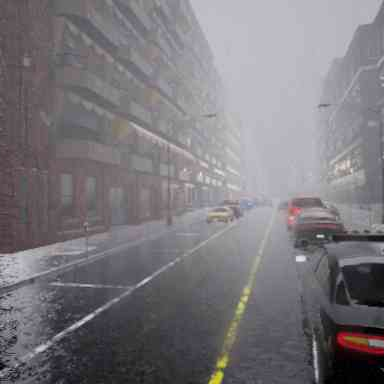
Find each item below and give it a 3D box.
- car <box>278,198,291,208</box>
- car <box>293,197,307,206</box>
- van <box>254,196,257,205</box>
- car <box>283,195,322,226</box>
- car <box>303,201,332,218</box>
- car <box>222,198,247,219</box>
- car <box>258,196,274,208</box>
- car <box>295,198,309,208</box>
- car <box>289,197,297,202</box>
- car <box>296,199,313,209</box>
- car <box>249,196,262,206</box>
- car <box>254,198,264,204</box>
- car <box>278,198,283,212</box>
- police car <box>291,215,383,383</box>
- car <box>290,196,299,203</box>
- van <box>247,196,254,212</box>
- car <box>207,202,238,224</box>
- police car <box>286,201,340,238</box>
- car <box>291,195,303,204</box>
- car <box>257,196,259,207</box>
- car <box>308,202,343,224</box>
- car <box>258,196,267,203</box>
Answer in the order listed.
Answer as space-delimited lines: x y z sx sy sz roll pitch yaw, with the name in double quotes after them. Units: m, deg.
15.043 1.751 54.136 1.812 1.442 4.674 -2 -1 15 "car"
18.554 1.608 57.253 1.967 1.590 4.097 -1 0 15 "car"
8.101 1.692 48.654 1.690 1.788 3.998 0 0 15 "van"
6.896 1.258 20.410 2.150 2.045 5.566 -2 -1 15 "car"
11.424 1.575 30.534 2.008 1.369 4.403 0 0 15 "car"
3.829 1.584 32.623 2.192 1.841 5.009 0 0 15 "car"
12.312 1.835 54.569 1.812 1.442 4.674 -2 -1 15 "car"
17.122 1.681 51.909 1.887 1.381 4.507 0 0 15 "car"
27.064 1.977 89.329 1.802 1.307 4.206 -1 -1 15 "car"
15.698 1.650 46.565 1.887 1.381 4.507 0 0 15 "car"
12.375 1.762 64.685 2.192 1.841 5.009 0 0 15 "car"
15.226 2.084 75.372 1.947 1.339 4.313 0 0 15 "car"
11.800 1.756 41.885 1.895 1.301 4.718 -2 -1 15 "car"
2.687 1.404 5.045 1.930 1.638 5.238 -2 -1 15 "police car"
24.213 1.752 78.641 1.967 1.590 4.097 -1 -1 15 "car"
6.677 1.662 43.309 1.690 1.788 3.998 0 0 15 "van"
2.361 1.771 27.113 1.752 1.417 4.829 0 0 15 "car"
5.375 1.435 14.683 1.930 1.638 5.238 -2 -1 15 "police car"
21.362 1.552 67.953 2.192 1.841 5.009 -1 -1 15 "car"
10.951 1.729 59.341 2.192 1.841 5.009 0 0 15 "car"
9.999 1.545 25.188 1.887 1.381 4.507 0 0 15 "car"
19.498 1.954 91.403 2.192 1.841 5.009 0 -1 15 "car"
